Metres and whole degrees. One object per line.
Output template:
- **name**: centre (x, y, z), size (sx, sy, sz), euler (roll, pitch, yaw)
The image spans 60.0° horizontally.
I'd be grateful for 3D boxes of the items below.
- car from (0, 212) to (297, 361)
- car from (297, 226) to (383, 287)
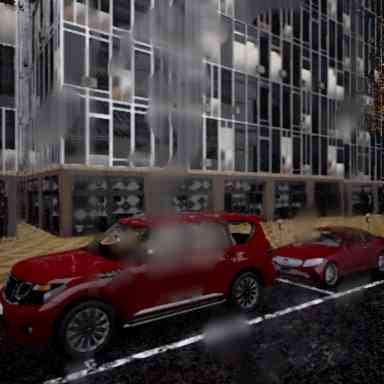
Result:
- **car**: centre (-0.615, 1.338, 6.131), size (5.009, 1.841, 2.192), euler (1, -1, -35)
- **car**: centre (4.013, 1.649, 9.427), size (4.206, 1.307, 1.802), euler (1, -1, -35)
